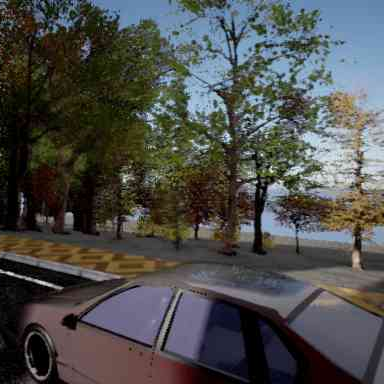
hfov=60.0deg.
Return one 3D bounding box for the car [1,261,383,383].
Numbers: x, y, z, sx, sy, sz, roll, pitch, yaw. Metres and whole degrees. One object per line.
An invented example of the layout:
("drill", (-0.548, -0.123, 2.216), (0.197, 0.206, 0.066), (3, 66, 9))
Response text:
("car", (0.080, 1.538, 3.611), (5.357, 1.411, 2.033), (0, 0, 35))
